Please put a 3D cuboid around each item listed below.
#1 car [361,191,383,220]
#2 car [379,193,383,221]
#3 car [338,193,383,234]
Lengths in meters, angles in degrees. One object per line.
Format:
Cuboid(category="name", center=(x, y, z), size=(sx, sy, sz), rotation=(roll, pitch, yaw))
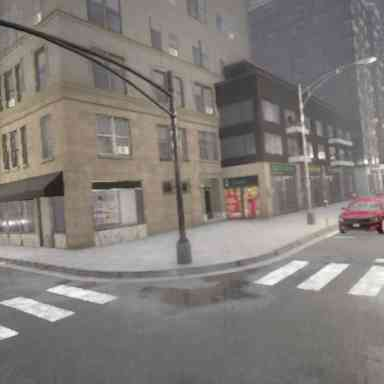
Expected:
Cuboid(category="car", center=(11.487, 0.681, 19.408), size=(1.887, 1.381, 4.507), rotation=(-5, 0, 39))
Cuboid(category="car", center=(7.473, 0.759, 9.918), size=(2.150, 2.045, 5.566), rotation=(-5, 1, 39))
Cuboid(category="car", center=(7.933, 0.968, 14.995), size=(1.887, 1.381, 4.507), rotation=(-5, 0, 39))
